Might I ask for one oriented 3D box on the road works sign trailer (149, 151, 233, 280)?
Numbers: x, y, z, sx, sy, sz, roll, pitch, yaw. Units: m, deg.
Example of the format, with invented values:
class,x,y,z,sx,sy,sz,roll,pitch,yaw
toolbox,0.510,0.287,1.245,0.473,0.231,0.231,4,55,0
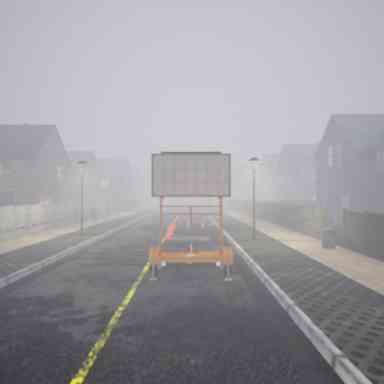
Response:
class,x,y,z,sx,sy,sz,roll,pitch,yaw
road works sign trailer,-0.026,0.556,10.195,2.380,3.560,2.880,0,-1,0
